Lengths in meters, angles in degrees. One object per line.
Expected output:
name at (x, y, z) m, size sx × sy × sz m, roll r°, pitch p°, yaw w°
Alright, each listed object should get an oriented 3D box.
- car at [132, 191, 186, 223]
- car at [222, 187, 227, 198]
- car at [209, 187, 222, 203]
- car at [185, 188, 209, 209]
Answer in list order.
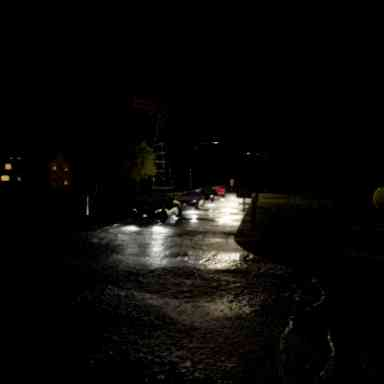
car at (-1.916, 0.874, 19.356) m, size 1.812 × 1.442 × 4.674 m, roll 1°, pitch 2°, yaw 12°
car at (3.901, 0.062, 47.214) m, size 1.812 × 1.442 × 4.674 m, roll 1°, pitch 2°, yaw 12°
car at (1.793, 0.307, 37.154) m, size 1.882 × 1.535 × 5.008 m, roll 1°, pitch 2°, yaw 12°
car at (-0.067, 0.616, 28.197) m, size 1.812 × 1.442 × 4.674 m, roll 1°, pitch 2°, yaw 12°
